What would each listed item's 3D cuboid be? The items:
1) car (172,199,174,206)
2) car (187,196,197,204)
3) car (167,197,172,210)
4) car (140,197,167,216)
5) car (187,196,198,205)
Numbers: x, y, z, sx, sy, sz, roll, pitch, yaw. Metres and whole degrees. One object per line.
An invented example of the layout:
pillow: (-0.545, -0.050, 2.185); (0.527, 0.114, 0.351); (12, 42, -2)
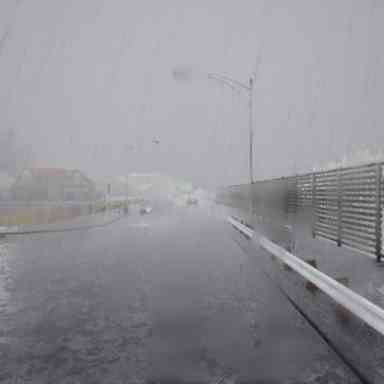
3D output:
car: (-4.064, 1.607, 54.357); (1.882, 1.535, 5.008); (0, 0, 0)
car: (0.003, 1.646, 71.103); (1.882, 1.535, 5.008); (0, 0, 0)
car: (-4.091, 1.668, 43.903); (1.994, 1.385, 4.181); (0, 0, 0)
car: (-4.096, 1.572, 33.966); (2.128, 1.511, 4.902); (0, 0, 0)
car: (0.105, 1.636, 60.804); (2.128, 1.511, 4.902); (0, 0, 0)
